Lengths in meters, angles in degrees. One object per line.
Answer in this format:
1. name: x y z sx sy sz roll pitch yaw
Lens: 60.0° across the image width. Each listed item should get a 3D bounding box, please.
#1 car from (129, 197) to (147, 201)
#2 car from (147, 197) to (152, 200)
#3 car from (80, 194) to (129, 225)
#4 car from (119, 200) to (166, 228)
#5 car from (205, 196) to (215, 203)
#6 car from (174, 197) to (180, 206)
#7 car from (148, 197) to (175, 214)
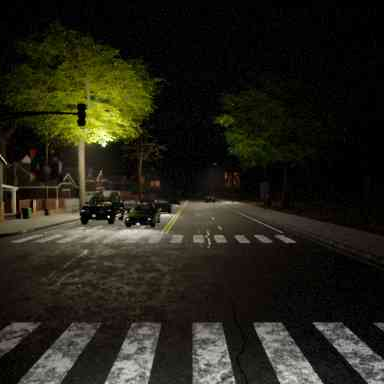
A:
1. car: -6.409 1.540 35.116 2.033 1.411 5.357 0 0 0
2. car: -6.328 1.486 46.748 2.128 1.511 4.902 0 0 1
3. car: -6.473 1.214 24.663 2.150 2.045 5.566 0 0 0
4. car: -3.230 1.540 22.649 2.033 1.411 5.357 0 0 0
5. car: 3.715 1.505 67.605 1.837 1.490 4.892 0 0 1
6. car: -2.953 1.544 56.878 2.033 1.411 5.357 0 0 1
7. car: -3.157 1.556 35.149 1.994 1.385 4.181 0 0 0
